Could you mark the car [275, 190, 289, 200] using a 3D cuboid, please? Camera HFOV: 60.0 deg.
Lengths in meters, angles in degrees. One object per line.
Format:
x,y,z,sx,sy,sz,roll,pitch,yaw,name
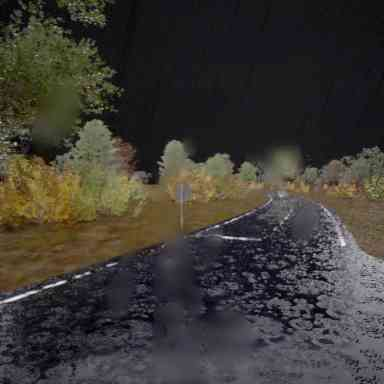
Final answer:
14.006,0.465,52.006,2.128,1.511,4.902,1,1,15,car
